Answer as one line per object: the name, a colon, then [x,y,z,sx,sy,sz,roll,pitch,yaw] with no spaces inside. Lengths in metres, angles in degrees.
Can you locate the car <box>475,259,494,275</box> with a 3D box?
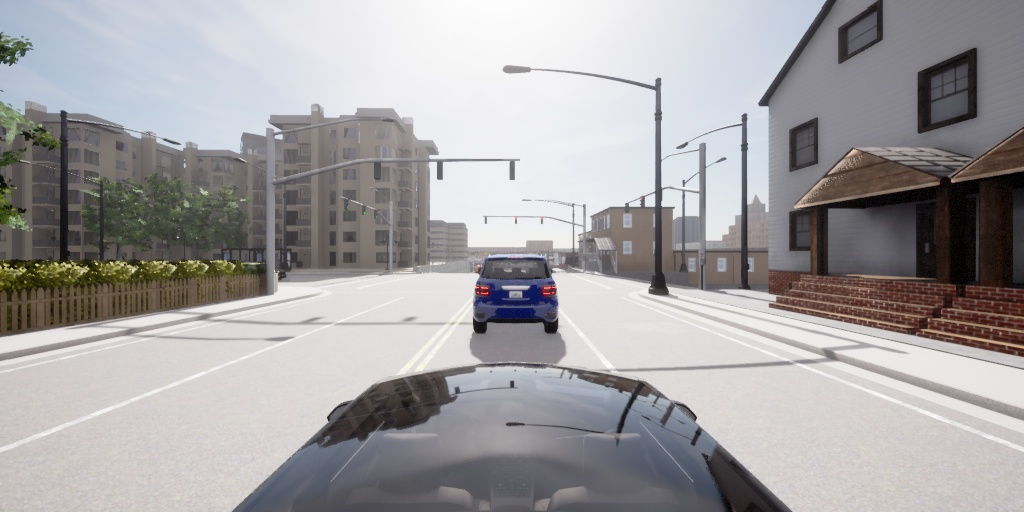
car: [-3.561,1.506,46.897,2.097,1.767,4.553,1,-5,0]

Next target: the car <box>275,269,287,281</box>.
car: [-20.346,1.255,28.079,4.892,1.490,1.837,0,0,1]

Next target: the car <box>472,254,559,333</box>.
car: [0.101,0.971,10.877,2.150,2.045,5.566,0,0,0]
